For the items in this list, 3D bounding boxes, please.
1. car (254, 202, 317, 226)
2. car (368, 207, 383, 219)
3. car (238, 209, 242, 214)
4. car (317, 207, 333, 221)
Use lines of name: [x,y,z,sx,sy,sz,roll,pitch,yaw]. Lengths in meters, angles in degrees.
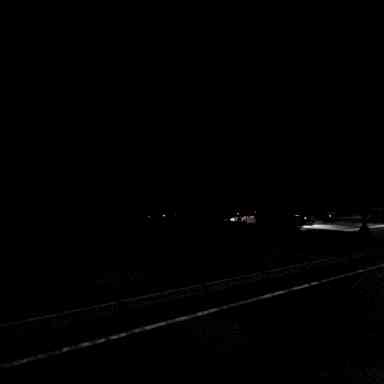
car: [6.622,1.651,24.601,1.994,1.385,4.181,0,-1,-39]
car: [17.408,1.574,27.973,1.812,1.442,4.674,-1,0,-40]
car: [2.734,1.787,34.667,2.033,1.411,5.357,0,-1,-42]
car: [8.981,1.586,27.250,2.128,1.511,4.902,0,-1,-39]
